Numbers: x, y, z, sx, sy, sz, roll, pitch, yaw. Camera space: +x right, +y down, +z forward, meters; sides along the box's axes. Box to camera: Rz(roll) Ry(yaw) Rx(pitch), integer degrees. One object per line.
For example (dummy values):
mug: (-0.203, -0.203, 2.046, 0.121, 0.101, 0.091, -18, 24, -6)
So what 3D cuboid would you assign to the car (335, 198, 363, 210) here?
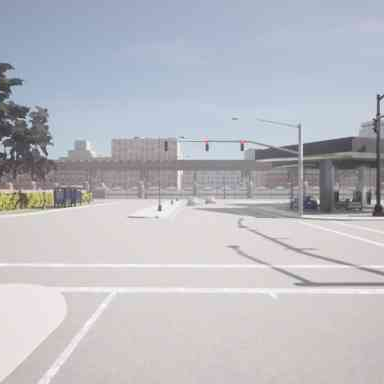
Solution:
car: (19.011, 1.456, 40.452, 1.970, 1.475, 3.806, 0, 0, 0)

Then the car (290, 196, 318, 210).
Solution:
car: (13.265, 1.295, 39.698, 2.242, 1.667, 4.611, 0, 0, 0)

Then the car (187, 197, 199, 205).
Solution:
car: (0.197, 1.525, 57.761, 1.812, 1.442, 4.674, 0, 0, 0)

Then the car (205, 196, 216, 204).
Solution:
car: (3.588, 1.525, 64.386, 1.812, 1.442, 4.674, 0, 0, 0)
